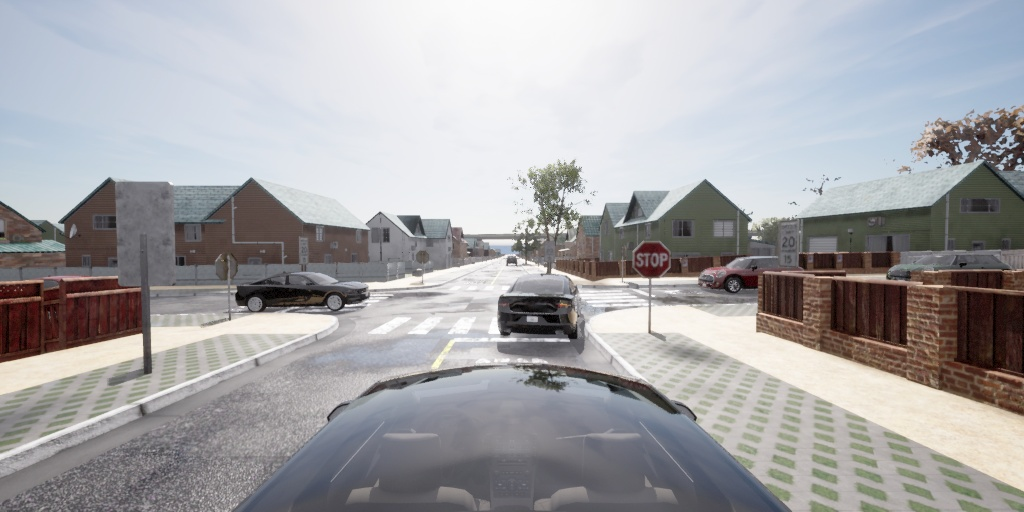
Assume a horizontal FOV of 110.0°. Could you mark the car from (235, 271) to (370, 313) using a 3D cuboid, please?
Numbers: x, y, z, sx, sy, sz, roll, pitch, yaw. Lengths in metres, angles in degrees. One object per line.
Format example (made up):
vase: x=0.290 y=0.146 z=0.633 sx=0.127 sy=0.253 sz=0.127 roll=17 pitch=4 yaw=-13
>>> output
car: x=-8.475 y=1.376 z=14.738 sx=5.008 sy=1.535 sz=1.882 roll=-1 pitch=2 yaw=0

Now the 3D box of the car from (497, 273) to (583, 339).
car: x=0.953 y=1.224 z=10.216 sx=1.882 sy=1.535 sz=5.008 roll=0 pitch=0 yaw=12

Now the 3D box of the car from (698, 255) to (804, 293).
car: x=11.798 y=0.820 z=17.831 sx=4.553 sy=1.767 sz=2.097 roll=-1 pitch=2 yaw=0

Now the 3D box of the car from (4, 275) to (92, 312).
car: x=-18.028 y=1.546 z=14.670 sx=5.008 sy=1.535 sz=1.882 roll=-1 pitch=2 yaw=0

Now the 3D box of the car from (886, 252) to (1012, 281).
car: x=21.693 y=0.646 z=17.908 sx=4.553 sy=1.767 sz=2.097 roll=-1 pitch=2 yaw=0
